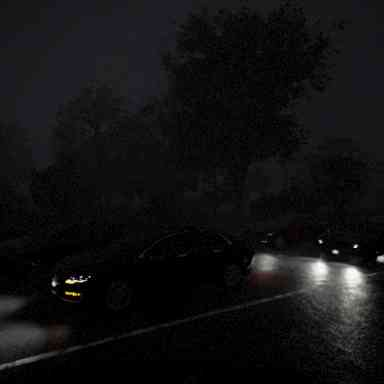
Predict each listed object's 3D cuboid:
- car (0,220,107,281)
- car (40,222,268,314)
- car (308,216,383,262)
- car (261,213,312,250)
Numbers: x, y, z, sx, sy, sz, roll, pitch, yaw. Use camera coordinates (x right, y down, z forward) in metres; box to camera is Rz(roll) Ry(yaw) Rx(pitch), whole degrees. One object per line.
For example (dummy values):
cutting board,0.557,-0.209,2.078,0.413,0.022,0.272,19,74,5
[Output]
car,-3.462,1.585,10.143,5.357,1.411,2.033,1,-1,-39
car,-0.668,1.558,7.805,4.892,1.490,1.837,1,-1,-35
car,7.356,1.867,13.524,5.357,1.411,2.033,3,-1,-35
car,4.549,1.763,15.825,5.008,1.535,1.882,3,-1,-35
